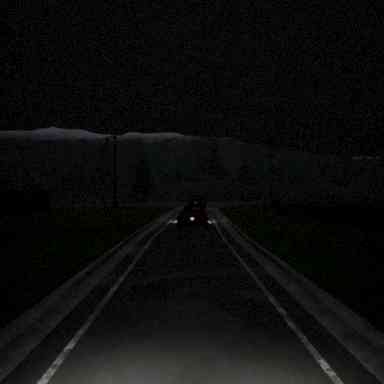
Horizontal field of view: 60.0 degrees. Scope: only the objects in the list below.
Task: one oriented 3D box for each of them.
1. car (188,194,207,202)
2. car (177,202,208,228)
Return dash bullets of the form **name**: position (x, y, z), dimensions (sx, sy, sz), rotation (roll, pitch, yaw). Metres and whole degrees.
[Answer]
- **car**: position (0.673, 1.315, 41.474), dimensions (2.150, 2.045, 5.566), rotation (0, 0, 5)
- **car**: position (0.050, 1.616, 22.477), dimensions (1.994, 1.385, 4.181), rotation (0, 0, 1)
